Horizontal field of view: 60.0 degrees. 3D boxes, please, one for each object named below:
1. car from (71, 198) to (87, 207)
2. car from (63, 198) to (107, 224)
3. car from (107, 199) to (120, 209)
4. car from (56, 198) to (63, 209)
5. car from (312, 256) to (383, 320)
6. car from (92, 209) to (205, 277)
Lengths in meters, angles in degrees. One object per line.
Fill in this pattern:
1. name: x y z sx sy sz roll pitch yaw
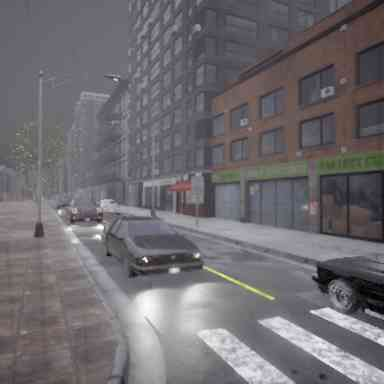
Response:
1. car: -17.847 1.571 52.520 1.994 1.385 4.181 1 -1 -25
2. car: -7.775 1.245 23.838 2.097 1.767 4.553 1 -1 -25
3. car: -8.059 1.428 31.447 1.812 1.442 4.674 1 0 -25
4. car: -16.403 1.452 42.648 2.033 1.411 5.357 1 -1 -25
5. car: 4.180 1.613 5.080 1.895 1.301 4.718 1 0 -25
6. car: -1.551 1.491 10.425 2.033 1.411 5.357 1 0 -25
